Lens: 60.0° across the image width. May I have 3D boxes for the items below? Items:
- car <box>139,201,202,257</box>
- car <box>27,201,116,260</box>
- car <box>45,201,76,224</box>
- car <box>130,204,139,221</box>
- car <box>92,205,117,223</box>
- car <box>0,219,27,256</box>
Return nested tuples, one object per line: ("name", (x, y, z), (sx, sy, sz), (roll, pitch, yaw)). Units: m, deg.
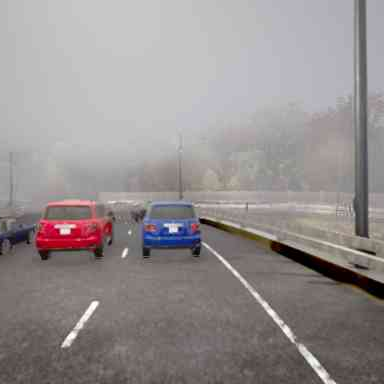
("car", (-0.980, 1.376, 13.837), (2.150, 2.045, 5.566), (0, 0, -8))
("car", (-4.454, 1.375, 13.415), (2.150, 2.045, 5.566), (0, 0, -8))
("car", (-11.255, 1.673, 28.728), (2.097, 1.767, 4.553), (0, -1, -16))
("car", (-4.520, 1.842, 30.636), (1.837, 1.490, 4.892), (0, 0, -16))
("car", (-7.908, 1.894, 29.744), (1.994, 1.385, 4.181), (0, -1, -16))
("car", (-8.031, 1.758, 13.671), (1.895, 1.301, 4.718), (0, -1, -8))
